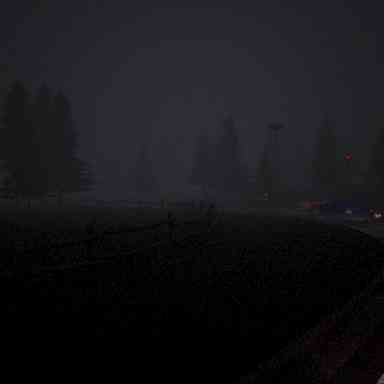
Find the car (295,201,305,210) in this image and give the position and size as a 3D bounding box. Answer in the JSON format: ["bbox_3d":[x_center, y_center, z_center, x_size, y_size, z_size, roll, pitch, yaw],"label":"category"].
[{"bbox_3d":[15.282,1.477,41.141,5.008,1.535,1.882,0,0,41],"label":"car"}]

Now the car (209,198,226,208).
[{"bbox_3d":[2.743,1.564,47.352,4.181,1.385,1.994,0,0,41],"label":"car"}]

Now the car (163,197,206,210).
[{"bbox_3d":[-1.012,1.601,41.345,4.718,1.301,1.895,0,0,41],"label":"car"}]

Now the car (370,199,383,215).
[{"bbox_3d":[20.201,1.491,32.264,4.902,1.511,2.128,0,0,41],"label":"car"}]

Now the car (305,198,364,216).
[{"bbox_3d":[14.246,1.477,32.785,5.008,1.535,1.882,0,0,41],"label":"car"}]

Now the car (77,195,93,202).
[{"bbox_3d":[-24.185,1.500,75.118,4.892,1.490,1.837,0,0,41],"label":"car"}]

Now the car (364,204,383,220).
[{"bbox_3d":[16.529,1.525,26.183,4.674,1.442,1.812,0,0,41],"label":"car"}]

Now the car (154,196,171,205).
[{"bbox_3d":[-4.507,1.477,58.243,5.008,1.535,1.882,0,0,41],"label":"car"}]

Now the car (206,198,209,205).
[{"bbox_3d":[-0.261,1.564,45.322,4.181,1.385,1.994,0,0,41],"label":"car"}]
